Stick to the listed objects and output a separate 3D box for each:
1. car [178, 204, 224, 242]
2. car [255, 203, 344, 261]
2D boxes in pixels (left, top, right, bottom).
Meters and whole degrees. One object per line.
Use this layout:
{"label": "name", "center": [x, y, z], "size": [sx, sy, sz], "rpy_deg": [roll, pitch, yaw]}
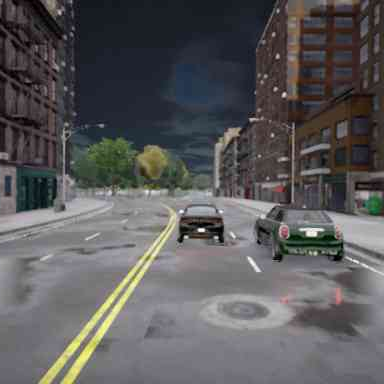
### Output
{"label": "car", "center": [0.420, 1.299, 15.409], "size": [1.882, 1.535, 5.008], "rpy_deg": [0, 1, 1]}
{"label": "car", "center": [3.584, 1.233, 11.929], "size": [2.097, 1.767, 4.553], "rpy_deg": [0, 1, 1]}
